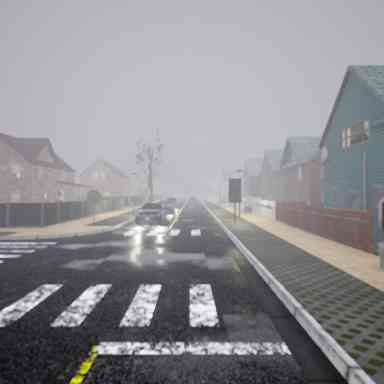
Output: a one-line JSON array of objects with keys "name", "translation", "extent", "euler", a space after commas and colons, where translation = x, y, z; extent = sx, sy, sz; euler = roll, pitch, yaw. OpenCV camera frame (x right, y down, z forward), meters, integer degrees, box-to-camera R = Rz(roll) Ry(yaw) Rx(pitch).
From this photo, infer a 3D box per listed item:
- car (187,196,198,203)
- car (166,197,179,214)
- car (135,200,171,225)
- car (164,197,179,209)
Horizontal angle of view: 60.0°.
[{"name": "car", "translation": [0.080, 1.520, 65.967], "extent": [1.812, 1.442, 4.674], "euler": [0, 0, 0]}, {"name": "car", "translation": [-2.803, 1.538, 35.626], "extent": [2.033, 1.411, 5.357], "euler": [0, 0, 0]}, {"name": "car", "translation": [-2.865, 1.517, 24.197], "extent": [1.812, 1.442, 4.674], "euler": [0, 0, 2]}, {"name": "car", "translation": [-2.789, 1.495, 46.085], "extent": [1.837, 1.490, 4.892], "euler": [0, 0, 0]}]
